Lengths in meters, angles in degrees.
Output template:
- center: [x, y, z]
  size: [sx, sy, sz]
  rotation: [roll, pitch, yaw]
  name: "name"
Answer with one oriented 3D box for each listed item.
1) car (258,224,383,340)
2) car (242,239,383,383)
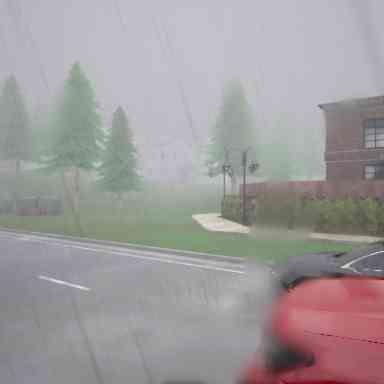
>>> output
- center: [3.775, 1.507, 5.580]
  size: [4.892, 1.490, 1.837]
  rotation: [1, 0, 35]
  name: "car"
- center: [3.063, 1.223, 1.799]
  size: [5.566, 2.045, 2.150]
  rotation: [0, 0, 35]
  name: "car"
